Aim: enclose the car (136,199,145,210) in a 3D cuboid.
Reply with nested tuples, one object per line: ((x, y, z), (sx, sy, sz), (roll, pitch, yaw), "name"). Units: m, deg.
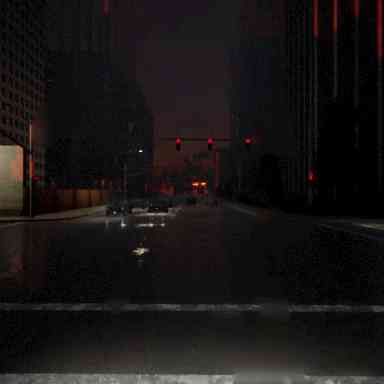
((-7.170, 1.564, 43.674), (1.994, 1.385, 4.181), (0, 0, 0), "car")

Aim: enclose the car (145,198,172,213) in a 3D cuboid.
((-3.664, 1.564, 36.667), (1.994, 1.385, 4.181), (0, 0, 0), "car")

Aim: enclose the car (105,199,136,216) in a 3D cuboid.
((-7.159, 1.601, 33.031), (1.895, 1.301, 4.718), (0, 0, 0), "car")

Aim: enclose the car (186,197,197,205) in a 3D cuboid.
((-0.105, 1.547, 58.407), (2.033, 1.411, 5.357), (0, 0, 0), "car")

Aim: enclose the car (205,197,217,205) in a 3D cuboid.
((3.395, 1.526, 58.414), (1.812, 1.442, 4.674), (0, 0, 0), "car")
